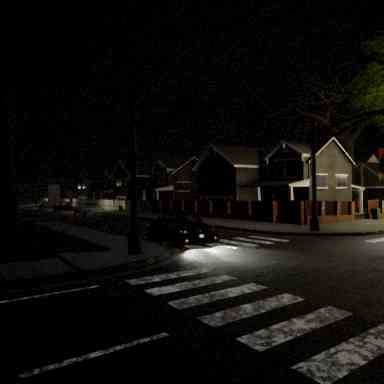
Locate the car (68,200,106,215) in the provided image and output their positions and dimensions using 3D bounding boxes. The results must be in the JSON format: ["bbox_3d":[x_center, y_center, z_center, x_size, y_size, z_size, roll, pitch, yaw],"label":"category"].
[{"bbox_3d":[-8.914,1.447,28.664,1.812,1.442,4.674,-1,0,-35],"label":"car"}]

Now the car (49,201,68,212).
[{"bbox_3d":[-18.253,1.985,47.015,2.128,1.511,4.902,-1,0,-34],"label":"car"}]

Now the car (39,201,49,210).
[{"bbox_3d":[-24.230,2.187,55.544,1.994,1.385,4.181,-1,0,-35],"label":"car"}]

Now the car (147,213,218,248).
[{"bbox_3d":[-0.574,1.715,15.915,1.994,1.385,4.181,-1,0,-30],"label":"car"}]
